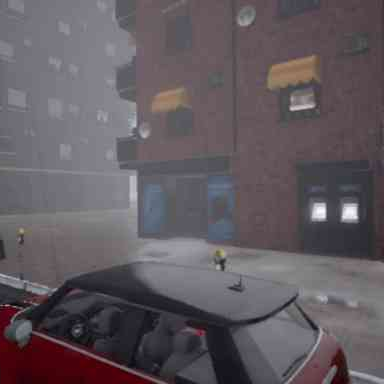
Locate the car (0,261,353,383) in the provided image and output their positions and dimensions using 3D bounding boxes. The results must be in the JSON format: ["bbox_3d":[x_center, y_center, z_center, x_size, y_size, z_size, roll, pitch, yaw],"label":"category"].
[{"bbox_3d":[-0.680,1.465,3.362,4.097,1.590,1.967,-1,-1,35],"label":"car"}]
